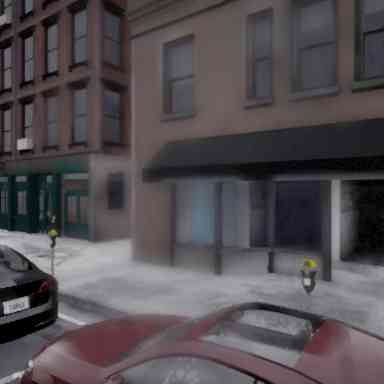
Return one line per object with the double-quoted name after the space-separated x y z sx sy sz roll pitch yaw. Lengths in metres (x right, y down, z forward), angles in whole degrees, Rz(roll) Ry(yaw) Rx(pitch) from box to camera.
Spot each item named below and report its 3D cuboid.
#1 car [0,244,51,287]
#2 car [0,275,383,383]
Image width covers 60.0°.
-4.051 1.561 5.697 4.313 1.339 1.947 0 0 35 "car"
0.356 1.581 2.556 4.206 1.307 1.802 0 0 35 "car"
